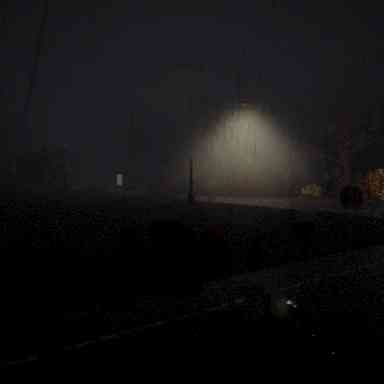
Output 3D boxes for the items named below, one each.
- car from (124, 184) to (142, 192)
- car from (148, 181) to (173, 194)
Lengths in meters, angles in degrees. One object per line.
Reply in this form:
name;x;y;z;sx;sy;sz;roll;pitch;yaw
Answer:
car;-11.378;-0.871;64.325;1.882;1.535;5.008;-1;2;-36
car;-5.315;-0.792;55.873;2.150;2.045;5.566;-1;2;-36
